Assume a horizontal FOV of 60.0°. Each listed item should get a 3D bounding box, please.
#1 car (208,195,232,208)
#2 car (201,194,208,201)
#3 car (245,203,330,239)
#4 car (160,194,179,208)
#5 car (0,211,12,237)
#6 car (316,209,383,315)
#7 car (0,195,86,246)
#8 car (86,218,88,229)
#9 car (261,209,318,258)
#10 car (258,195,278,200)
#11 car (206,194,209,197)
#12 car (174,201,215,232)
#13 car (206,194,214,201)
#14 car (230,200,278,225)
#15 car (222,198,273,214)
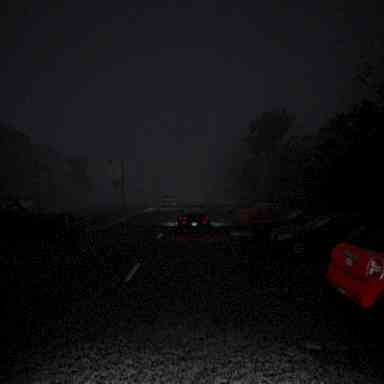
[{"bbox_3d":[5.150,1.558,48.632,4.674,1.452,2.002,0,0,0],"label":"car"},{"bbox_3d":[5.238,1.517,82.666,4.553,1.767,2.185,0,0,0],"label":"car"},{"bbox_3d":[5.102,1.419,14.579,5.008,1.535,2.097,0,0,0],"label":"car"},{"bbox_3d":[-3.271,1.257,47.896,2.150,2.045,5.566,0,0,0],"label":"car"},{"bbox_3d":[-7.983,1.433,8.998,4.892,1.521,2.231,0,0,0],"label":"car"},{"bbox_3d":[5.057,1.320,6.223,4.553,1.767,2.185,0,0,0],"label":"car"},{"bbox_3d":[-7.954,1.168,14.602,5.566,2.045,2.435,0,0,0],"label":"car"},{"bbox_3d":[-7.985,1.419,17.404,4.892,1.521,2.231,0,0,0],"label":"car"},{"bbox_3d":[5.096,1.466,11.792,4.674,1.452,2.002,0,0,0],"label":"car"},{"bbox_3d":[15.714,1.331,71.000,5.008,1.535,1.882,-1,-3,-1],"label":"car"},{"bbox_3d":[5.157,1.542,55.054,4.892,1.521,2.231,0,0,0],"label":"car"},{"bbox_3d":[0.121,1.466,19.313,1.812,1.442,4.674,0,0,0],"label":"car"},{"bbox_3d":[5.163,1.529,51.781,5.008,1.535,2.097,0,0,0],"label":"car"},{"bbox_3d":[5.100,1.420,20.147,5.008,1.535,2.097,0,0,0],"label":"car"},{"bbox_3d":[5.573,1.539,33.557,4.181,1.385,1.994,0,-1,-24],"label":"car"}]
